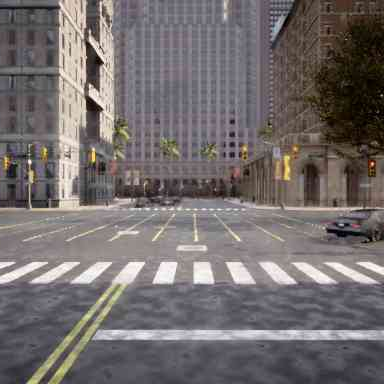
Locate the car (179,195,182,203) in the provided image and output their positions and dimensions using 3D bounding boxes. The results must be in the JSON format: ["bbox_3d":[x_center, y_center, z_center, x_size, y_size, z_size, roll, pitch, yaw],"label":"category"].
[{"bbox_3d":[-3.526,1.507,67.912,1.837,1.490,4.892,0,-1,1],"label":"car"}]

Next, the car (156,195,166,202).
[{"bbox_3d":[-6.952,1.524,74.355,1.812,1.442,4.674,0,0,1],"label":"car"}]

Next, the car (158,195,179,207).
[{"bbox_3d":[-3.651,1.491,51.562,2.128,1.511,4.902,0,0,0],"label":"car"}]

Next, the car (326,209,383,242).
[{"bbox_3d":[9.000,1.548,16.373,5.357,1.411,2.033,0,0,-30],"label":"car"}]

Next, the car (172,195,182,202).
[{"bbox_3d":[-3.410,1.525,78.851,2.128,1.511,4.902,0,0,1],"label":"car"}]

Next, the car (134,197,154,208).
[{"bbox_3d":[-7.151,1.505,48.230,1.837,1.490,4.892,0,0,0],"label":"car"}]

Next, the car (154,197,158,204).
[{"bbox_3d":[-7.122,1.564,62.318,1.994,1.385,4.181,0,0,1],"label":"car"}]
